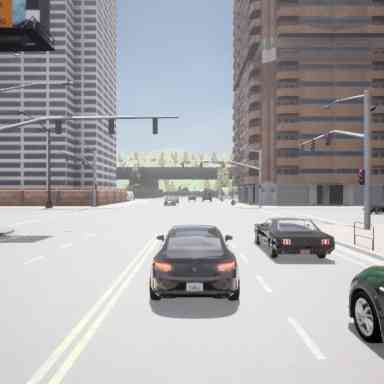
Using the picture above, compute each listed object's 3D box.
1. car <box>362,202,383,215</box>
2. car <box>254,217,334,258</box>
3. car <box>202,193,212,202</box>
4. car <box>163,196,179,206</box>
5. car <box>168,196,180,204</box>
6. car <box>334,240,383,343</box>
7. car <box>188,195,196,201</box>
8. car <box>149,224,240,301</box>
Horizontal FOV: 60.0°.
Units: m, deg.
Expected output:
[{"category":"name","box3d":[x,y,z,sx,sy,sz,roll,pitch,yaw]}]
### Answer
[{"category":"car","box3d":[19.971,1.601,33.697,4.718,1.301,1.895,0,0,1]},{"category":"car","box3d":[3.608,1.601,12.679,1.895,1.301,4.718,0,0,1]},{"category":"car","box3d":[3.534,1.225,77.979,2.150,2.045,5.566,0,0,0]},{"category":"car","box3d":[-3.577,1.491,54.797,2.128,1.511,4.902,0,0,-1]},{"category":"car","box3d":[-3.513,1.491,65.201,2.128,1.511,4.902,0,0,1]},{"category":"car","box3d":[3.601,1.352,3.594,2.097,1.767,4.553,0,0,0]},{"category":"car","box3d":[0.033,1.425,77.270,1.837,1.490,4.892,0,0,0]},{"category":"car","box3d":[0.064,1.526,8.227,1.812,1.442,4.674,0,0,0]}]
